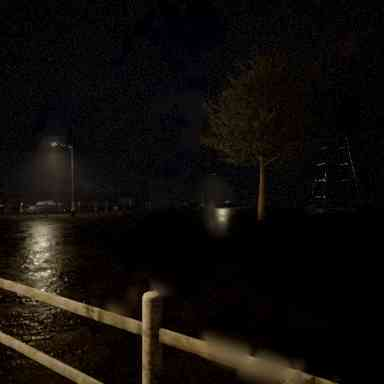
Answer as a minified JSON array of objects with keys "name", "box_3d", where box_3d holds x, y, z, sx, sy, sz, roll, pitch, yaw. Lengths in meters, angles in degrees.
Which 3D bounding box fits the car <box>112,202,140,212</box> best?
[{"name":"car","box_3d":[-10.050,2.235,51.049,1.812,1.442,4.674,-2,-2,36]}]

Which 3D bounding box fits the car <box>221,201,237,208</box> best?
[{"name":"car","box_3d":[7.709,2.628,69.464,1.994,1.385,4.181,-2,-2,36]}]

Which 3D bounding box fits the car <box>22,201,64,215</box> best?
[{"name":"car","box_3d":[-17.939,1.833,40.077,2.097,1.767,4.553,-2,-2,36]}]

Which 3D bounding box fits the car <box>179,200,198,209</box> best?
[{"name":"car","box_3d":[-0.589,2.352,64.082,2.097,1.767,4.553,-2,-2,36]}]
